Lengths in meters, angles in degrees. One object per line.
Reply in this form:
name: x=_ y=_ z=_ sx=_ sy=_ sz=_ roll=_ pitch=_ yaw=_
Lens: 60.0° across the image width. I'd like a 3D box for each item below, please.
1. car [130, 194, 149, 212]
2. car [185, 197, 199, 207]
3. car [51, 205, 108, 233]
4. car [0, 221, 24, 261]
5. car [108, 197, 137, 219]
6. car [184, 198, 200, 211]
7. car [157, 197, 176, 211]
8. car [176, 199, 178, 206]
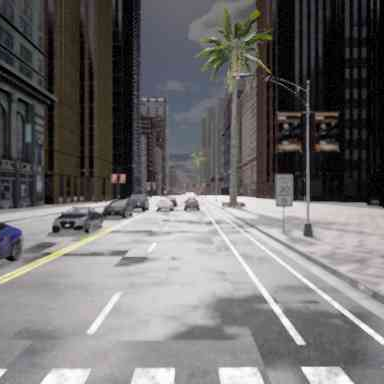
car: x=-6.509 y=1.248 z=40.396 sx=2.150 sy=2.045 sz=5.566 roll=0 pitch=0 yaw=0
car: x=-0.011 y=1.582 z=52.105 sx=2.033 sy=1.411 sz=5.357 roll=0 pitch=0 yaw=0
car: x=-6.590 y=1.577 z=19.560 sx=1.994 sy=1.385 sz=4.181 roll=0 pitch=0 yaw=0
car: x=-6.587 y=1.532 z=9.554 sx=1.812 sy=1.442 sz=4.674 roll=0 pitch=0 yaw=-1
car: x=-6.507 y=1.497 z=29.783 sx=1.882 sy=1.535 sz=5.008 roll=0 pitch=0 yaw=0
car: x=-0.009 y=1.553 z=41.884 sx=1.812 sy=1.442 sz=4.674 roll=0 pitch=0 yaw=0
car: x=-3.259 y=1.553 z=41.031 sx=1.812 sy=1.442 sz=4.674 roll=0 pitch=0 yaw=0
car: x=-3.261 y=1.511 z=51.035 sx=1.882 sy=1.535 sz=5.008 roll=0 pitch=0 yaw=0
